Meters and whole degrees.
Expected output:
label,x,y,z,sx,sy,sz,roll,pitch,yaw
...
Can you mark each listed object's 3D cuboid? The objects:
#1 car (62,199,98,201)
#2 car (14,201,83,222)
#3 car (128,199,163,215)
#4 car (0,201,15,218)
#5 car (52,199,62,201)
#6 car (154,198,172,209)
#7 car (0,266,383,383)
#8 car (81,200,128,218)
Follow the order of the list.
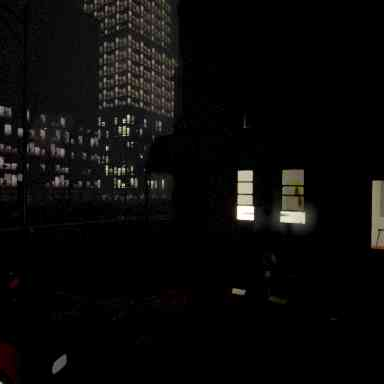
label,x,y,z,sx,sy,sz,roll,pitch,yaw
car,-11.692,1.579,37.959,2.128,1.511,4.902,1,0,34
car,-11.721,1.690,27.428,2.008,1.369,4.403,1,0,34
car,-5.543,1.773,36.483,1.802,1.307,4.206,1,0,34
car,-17.556,1.543,29.373,1.837,1.490,4.892,1,0,34
car,-15.167,1.474,37.700,1.967,1.590,4.097,1,0,34
car,-4.857,1.637,47.942,2.128,1.511,4.902,1,0,35
car,-0.024,1.544,2.839,4.507,1.381,1.887,0,1,34
car,-8.631,1.731,31.956,1.947,1.339,4.313,1,0,34
